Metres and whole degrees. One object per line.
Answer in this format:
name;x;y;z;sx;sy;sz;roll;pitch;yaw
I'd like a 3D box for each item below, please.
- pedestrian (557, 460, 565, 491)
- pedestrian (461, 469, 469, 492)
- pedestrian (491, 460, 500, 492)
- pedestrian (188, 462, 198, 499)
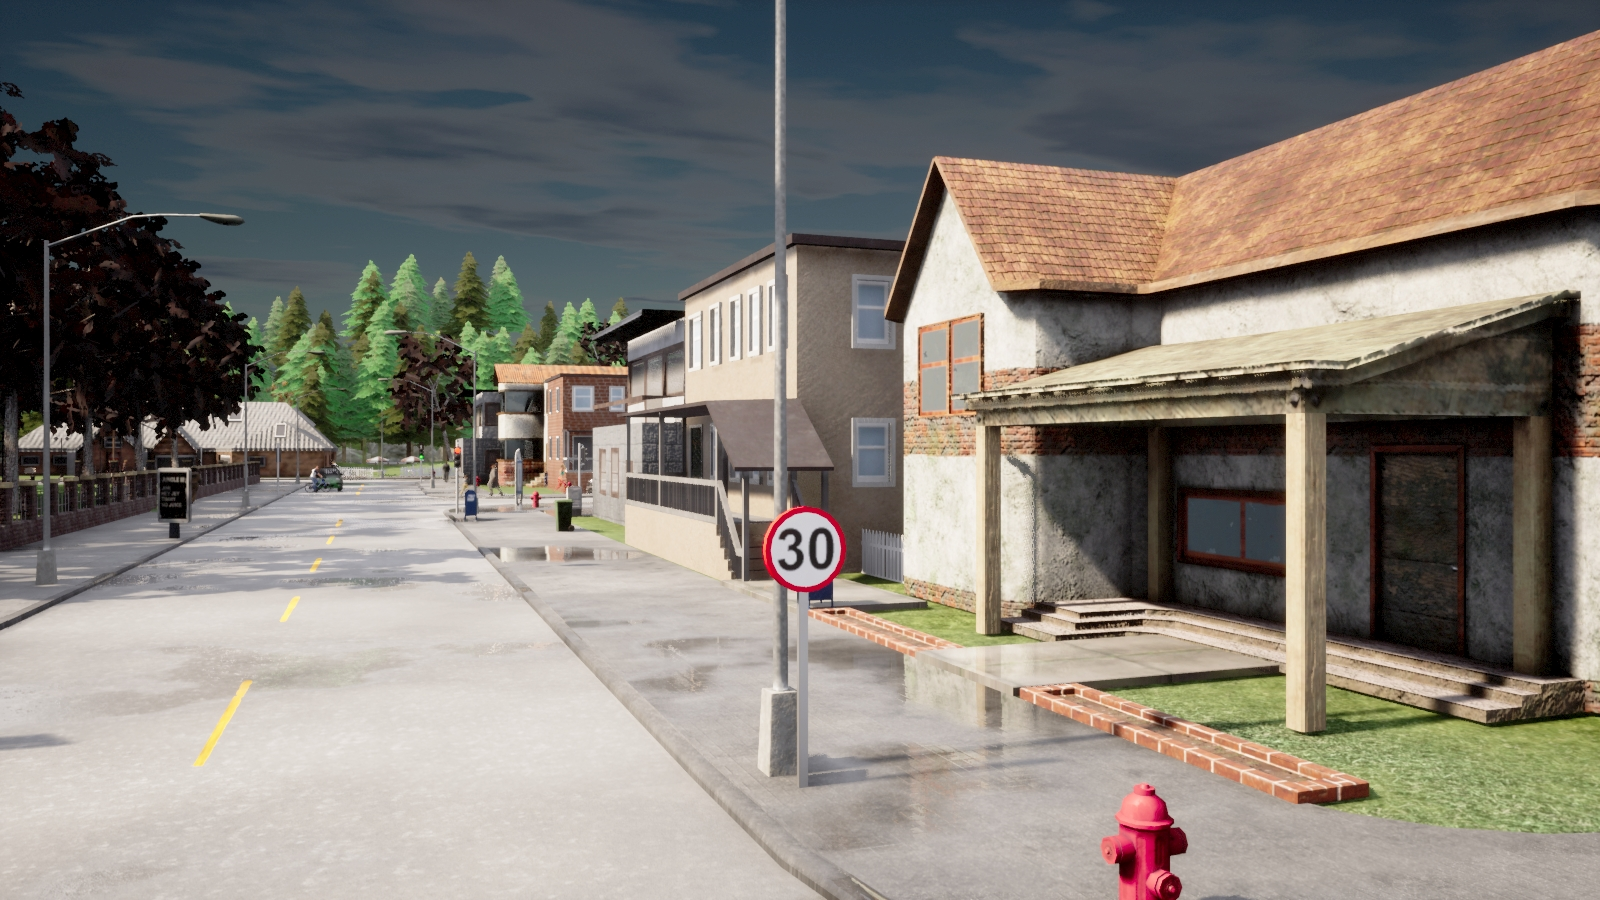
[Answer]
pedestrian;-14.474;1.516;69.088;0.375;1.860;0.375;0;0;5
pedestrian;-19.690;1.797;67.156;0.375;1.300;0.375;0;0;5
pedestrian;-17.631;1.516;66.130;0.375;1.860;0.375;0;0;9
pedestrian;-30.245;1.525;56.944;0.375;1.860;0.375;0;0;-20
